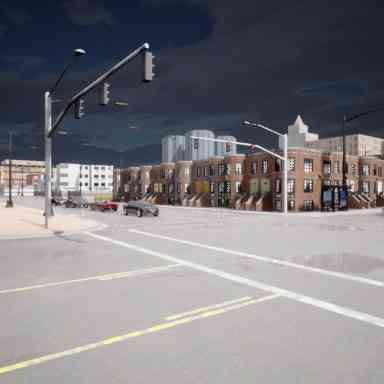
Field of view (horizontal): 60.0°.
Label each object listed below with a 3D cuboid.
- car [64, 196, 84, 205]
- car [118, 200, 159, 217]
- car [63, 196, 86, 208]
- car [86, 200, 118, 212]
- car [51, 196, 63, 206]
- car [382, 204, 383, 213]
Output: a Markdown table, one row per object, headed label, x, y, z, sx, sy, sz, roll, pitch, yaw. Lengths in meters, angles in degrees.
| label | x | y | z | sx | sy | sz | roll | pitch | yaw |
| --- | --- | --- | --- | --- | --- | --- | --- | --- | --- |
| car | -21.697 | 1.491 | 60.950 | 2.128 | 1.511 | 4.902 | 0 | 0 | -36 |
| car | -4.866 | 1.505 | 31.318 | 1.837 | 1.490 | 4.892 | 0 | 0 | -36 |
| car | -16.277 | 1.352 | 47.138 | 2.097 | 1.767 | 4.553 | 0 | 0 | -36 |
| car | -10.331 | 1.601 | 38.889 | 1.895 | 1.301 | 4.718 | 0 | 0 | -36 |
| car | -22.298 | 1.492 | 55.551 | 2.128 | 1.511 | 4.902 | 0 | 0 | -35 |
| car | 20.214 | 1.222 | 31.415 | 5.566 | 2.045 | 2.150 | 0 | 0 | -36 |
